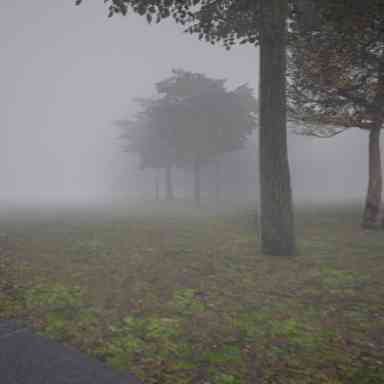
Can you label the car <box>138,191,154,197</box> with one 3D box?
[{"bbox_3d":[-12.240,0.394,89.364,1.882,1.535,5.008,2,2,36],"label":"car"}]
